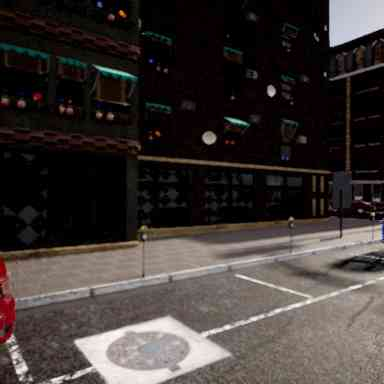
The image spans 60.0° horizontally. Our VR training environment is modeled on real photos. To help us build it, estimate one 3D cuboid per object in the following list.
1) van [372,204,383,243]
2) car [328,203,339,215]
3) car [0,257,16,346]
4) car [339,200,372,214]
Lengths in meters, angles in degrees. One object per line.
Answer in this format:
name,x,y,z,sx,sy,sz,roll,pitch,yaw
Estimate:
van,8.950,1.339,12.912,3.998,1.788,1.690,0,1,-36
car,10.162,1.183,30.199,2.192,1.841,5.009,1,0,-36
car,-4.552,1.317,3.306,5.009,1.841,2.192,0,1,-36
car,16.962,1.496,35.091,1.887,1.381,4.507,1,0,-36
